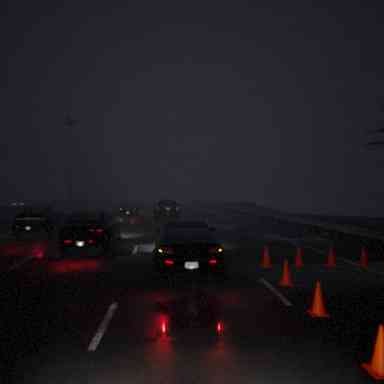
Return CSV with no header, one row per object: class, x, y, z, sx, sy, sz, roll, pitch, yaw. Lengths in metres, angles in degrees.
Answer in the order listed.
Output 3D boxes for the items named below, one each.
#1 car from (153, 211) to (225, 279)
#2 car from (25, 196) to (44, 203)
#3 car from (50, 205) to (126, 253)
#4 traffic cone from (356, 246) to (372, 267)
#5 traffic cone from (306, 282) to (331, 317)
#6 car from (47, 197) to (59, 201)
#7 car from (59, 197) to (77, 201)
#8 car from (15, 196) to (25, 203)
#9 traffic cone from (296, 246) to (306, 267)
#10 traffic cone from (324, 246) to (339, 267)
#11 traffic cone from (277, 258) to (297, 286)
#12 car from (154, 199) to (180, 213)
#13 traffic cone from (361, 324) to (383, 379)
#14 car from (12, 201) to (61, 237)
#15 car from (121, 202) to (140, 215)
car,-0.196,1.534,10.027,1.812,1.442,4.674,0,0,-5
car,-31.534,1.530,67.536,1.837,1.490,4.892,0,0,-7
car,-4.057,1.513,13.783,1.837,1.490,4.892,0,0,-6
traffic cone,5.269,1.968,10.233,0.340,0.580,0.340,0,0,-1
traffic cone,2.342,1.963,6.179,0.340,0.580,0.340,0,0,-1
car,-28.055,1.629,67.915,1.895,1.301,4.718,0,0,-7
car,-24.319,1.631,66.118,1.895,1.301,4.718,0,0,-7
car,-35.316,1.508,69.726,1.882,1.535,5.008,0,0,-7
traffic cone,3.270,1.967,10.197,0.340,0.580,0.340,0,0,-1
traffic cone,4.270,1.967,10.215,0.340,0.580,0.340,0,0,-1
traffic cone,2.306,1.964,8.179,0.340,0.580,0.340,0,0,-1
car,-2.150,1.374,28.253,2.097,1.767,4.553,0,0,-7
traffic cone,2.378,1.961,4.180,0.340,0.580,0.340,0,0,-1
car,-8.044,1.500,18.191,2.128,1.511,4.902,0,0,-6
car,-6.252,1.624,33.227,1.895,1.301,4.718,0,0,-7
